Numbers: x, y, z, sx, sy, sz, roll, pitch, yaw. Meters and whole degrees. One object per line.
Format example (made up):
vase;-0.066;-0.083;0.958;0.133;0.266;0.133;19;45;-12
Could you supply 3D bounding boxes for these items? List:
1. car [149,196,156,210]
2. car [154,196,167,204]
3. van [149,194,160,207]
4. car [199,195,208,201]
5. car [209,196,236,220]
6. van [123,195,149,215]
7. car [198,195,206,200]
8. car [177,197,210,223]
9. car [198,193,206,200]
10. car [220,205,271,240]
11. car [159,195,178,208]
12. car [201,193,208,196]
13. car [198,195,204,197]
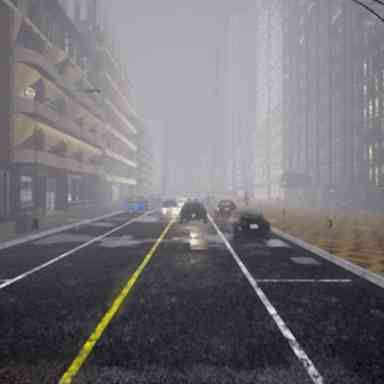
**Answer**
car;-5.676;1.468;38.611;1.887;1.381;4.507;0;0;0
car;-5.670;1.443;60.702;2.008;1.369;4.403;0;0;0
van;-5.673;1.247;49.656;1.690;1.788;3.998;0;0;0
car;2.715;1.428;77.268;2.008;1.369;4.403;0;0;0
car;2.702;1.382;27.562;1.967;1.590;4.097;0;0;0
van;-5.677;1.274;33.088;1.690;1.788;3.998;0;0;0
car;2.718;1.420;88.313;2.008;1.369;4.403;0;0;0
car;0.107;1.425;24.774;1.882;1.535;5.008;0;0;0
car;2.720;1.182;93.837;2.192;1.841;5.009;0;0;0
car;2.699;1.528;16.517;1.947;1.339;4.313;0;0;0
car;-2.997;1.475;46.146;1.994;1.385;4.181;0;0;0
car;2.708;1.345;49.653;1.967;1.590;4.097;0;0;0
car;0.112;1.463;43.196;2.033;1.411;5.357;0;0;0
